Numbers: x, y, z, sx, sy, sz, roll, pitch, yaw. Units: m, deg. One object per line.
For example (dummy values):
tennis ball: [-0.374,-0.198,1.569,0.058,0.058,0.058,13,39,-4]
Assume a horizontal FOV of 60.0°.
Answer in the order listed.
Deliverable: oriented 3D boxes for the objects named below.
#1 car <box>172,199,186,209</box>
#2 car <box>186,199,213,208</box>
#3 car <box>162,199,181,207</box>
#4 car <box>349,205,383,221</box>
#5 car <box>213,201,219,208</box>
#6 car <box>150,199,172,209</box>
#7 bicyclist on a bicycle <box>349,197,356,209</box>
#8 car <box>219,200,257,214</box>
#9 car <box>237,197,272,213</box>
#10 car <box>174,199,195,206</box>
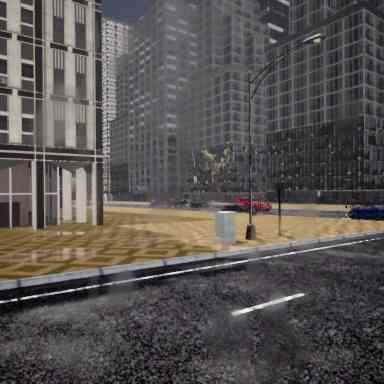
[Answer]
car: [-3.586,2.353,63.152,1.837,1.490,4.892,-1,-1,-35]
car: [1.304,2.304,61.971,1.994,1.385,4.181,-1,-1,-35]
car: [-4.378,2.250,69.890,1.812,1.442,4.674,-1,-1,-35]
car: [16.036,1.810,29.228,1.994,1.385,4.181,-1,-1,-31]
car: [4.040,2.309,63.634,1.895,1.301,4.718,-1,-1,-35]
car: [-6.134,2.382,61.122,1.812,1.442,4.674,-1,-1,-35]
bicyclist on a bicycle: [21.996,1.576,45.642,1.656,1.620,0.582,-1,0,-35]
car: [6.006,2.086,43.825,1.994,1.385,4.181,-1,-1,-35]
car: [8.432,1.721,46.016,2.150,2.045,5.566,-1,-1,-35]
car: [-1.726,2.223,71.769,2.128,1.511,4.902,-1,-1,-35]
